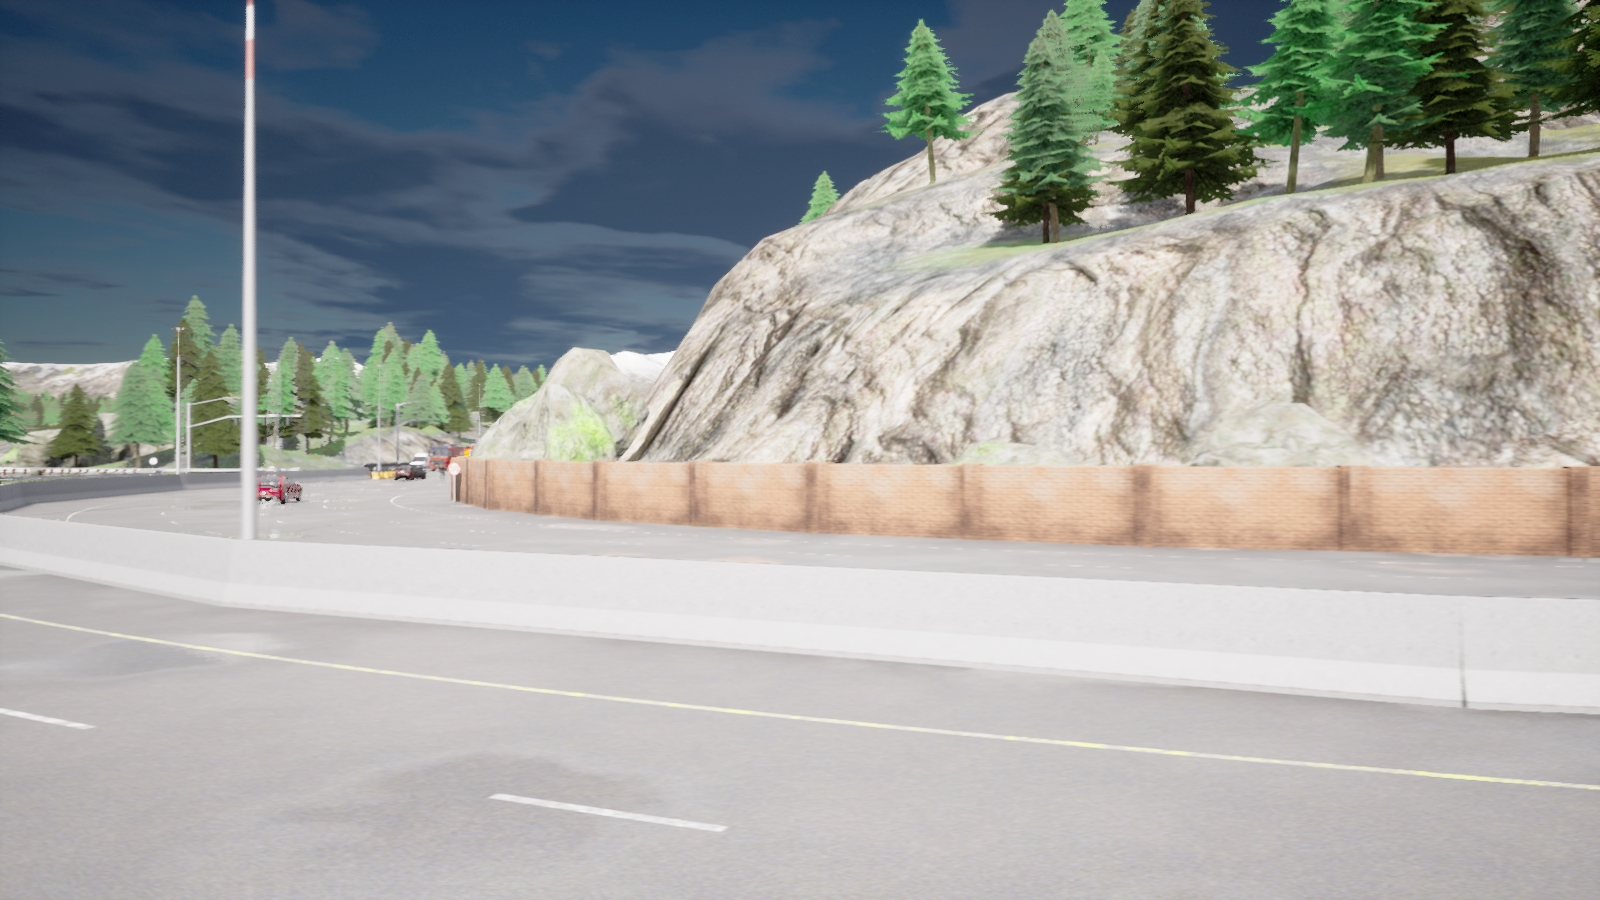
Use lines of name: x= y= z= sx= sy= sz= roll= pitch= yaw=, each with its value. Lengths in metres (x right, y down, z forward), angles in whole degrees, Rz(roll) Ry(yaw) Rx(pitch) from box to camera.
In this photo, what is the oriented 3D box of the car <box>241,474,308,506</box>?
car: x=-28.399 y=2.118 z=61.875 sx=2.097 sy=1.535 sz=5.006 roll=0 pitch=0 yaw=-10
